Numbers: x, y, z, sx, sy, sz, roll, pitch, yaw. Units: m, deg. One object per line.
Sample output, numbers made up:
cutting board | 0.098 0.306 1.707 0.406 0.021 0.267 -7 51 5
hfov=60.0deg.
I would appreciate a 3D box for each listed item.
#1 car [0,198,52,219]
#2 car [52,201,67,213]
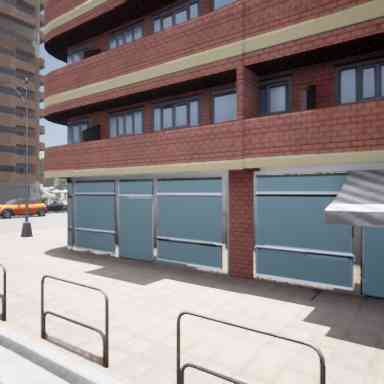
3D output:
car | -15.496 1.380 29.740 2.097 1.767 4.553 0 0 36
car | -15.384 1.633 35.826 1.895 1.301 4.718 0 0 36
